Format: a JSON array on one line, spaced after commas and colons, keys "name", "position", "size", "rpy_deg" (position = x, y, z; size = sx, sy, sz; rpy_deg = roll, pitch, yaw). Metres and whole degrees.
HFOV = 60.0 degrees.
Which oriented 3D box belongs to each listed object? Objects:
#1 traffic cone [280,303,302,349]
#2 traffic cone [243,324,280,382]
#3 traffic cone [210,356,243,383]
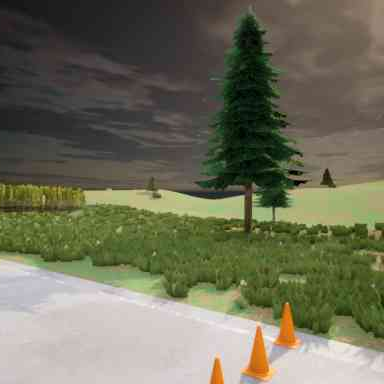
[{"name": "traffic cone", "position": [1.423, 1.957, 4.974], "size": [0.340, 0.580, 0.340], "rpy_deg": [0, 0, 36]}, {"name": "traffic cone", "position": [0.839, 1.957, 4.162], "size": [0.340, 0.580, 0.340], "rpy_deg": [0, 0, 36]}, {"name": "traffic cone", "position": [0.255, 1.957, 3.351], "size": [0.340, 0.580, 0.340], "rpy_deg": [0, 0, 36]}]
